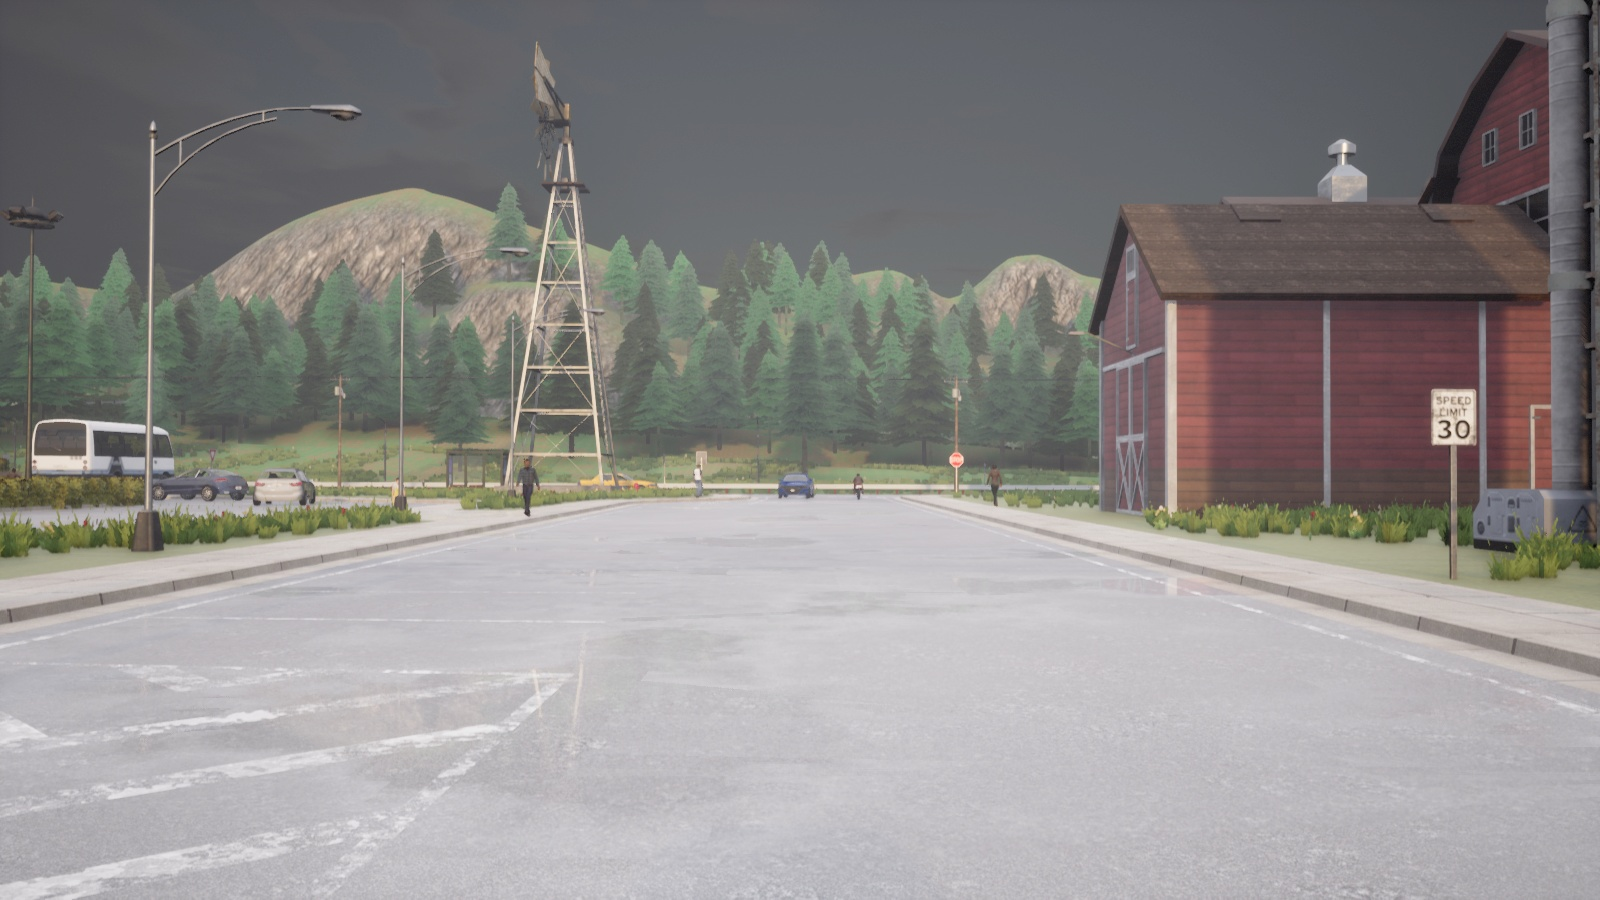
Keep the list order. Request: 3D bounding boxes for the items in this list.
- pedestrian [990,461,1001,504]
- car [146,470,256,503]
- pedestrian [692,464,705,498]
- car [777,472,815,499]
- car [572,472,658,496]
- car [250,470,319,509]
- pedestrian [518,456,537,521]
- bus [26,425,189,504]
[{"bbox_3d":[8.219,1.361,52.867,0.328,1.805,0.869,0,-1,-1],"label":"pedestrian"},{"bbox_3d":[-30.369,1.826,63.639,5.027,1.651,2.152,-1,-1,21],"label":"car"},{"bbox_3d":[-5.483,1.677,67.880,0.354,1.836,0.706,-1,-1,26],"label":"pedestrian"},{"bbox_3d":[-0.203,2.115,75.680,1.882,1.535,5.008,0,-1,4],"label":"car"},{"bbox_3d":[-12.163,2.248,82.822,5.366,1.575,1.801,0,-1,1],"label":"car"},{"bbox_3d":[-23.199,1.742,56.668,2.242,1.667,4.611,0,-1,-14],"label":"car"},{"bbox_3d":[-8.334,1.175,38.422,0.423,1.949,0.788,0,-1,0],"label":"pedestrian"},{"bbox_3d":[-39.685,0.864,72.543,3.944,4.253,10.273,0,-1,-1],"label":"bus"}]
